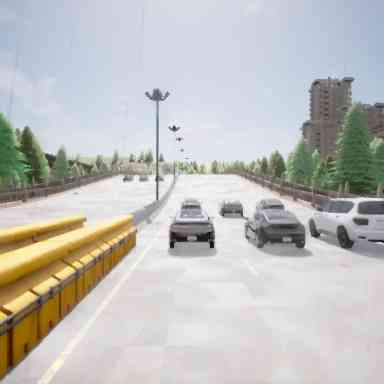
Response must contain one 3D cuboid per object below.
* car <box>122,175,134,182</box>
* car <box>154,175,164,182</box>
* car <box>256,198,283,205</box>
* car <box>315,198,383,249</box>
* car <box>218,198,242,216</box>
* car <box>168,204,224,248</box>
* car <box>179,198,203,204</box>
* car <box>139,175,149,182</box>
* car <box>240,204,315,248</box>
[{"bbox_3d":[-14.325,-3.091,74.642,1.895,1.301,4.718,0,7,0],"label":"car"},{"bbox_3d":[-7.325,-3.137,74.705,1.994,1.385,4.181,0,7,0],"label":"car"},{"bbox_3d":[6.924,1.311,29.692,1.837,1.490,4.892,0,2,0],"label":"car"},{"bbox_3d":[7.000,1.255,14.686,2.150,2.045,5.566,0,0,0],"label":"car"},{"bbox_3d":[3.423,1.290,29.673,2.128,1.511,4.902,0,2,0],"label":"car"},{"bbox_3d":[0.000,1.492,14.653,2.128,1.511,4.902,0,0,0],"label":"car"},{"bbox_3d":[-0.076,1.311,29.653,1.837,1.490,4.892,0,2,0],"label":"car"},{"bbox_3d":[-10.825,-3.165,74.683,1.812,1.442,4.674,0,7,0],"label":"car"},{"bbox_3d":[3.500,1.514,14.655,1.837,1.490,4.892,0,0,0],"label":"car"}]
